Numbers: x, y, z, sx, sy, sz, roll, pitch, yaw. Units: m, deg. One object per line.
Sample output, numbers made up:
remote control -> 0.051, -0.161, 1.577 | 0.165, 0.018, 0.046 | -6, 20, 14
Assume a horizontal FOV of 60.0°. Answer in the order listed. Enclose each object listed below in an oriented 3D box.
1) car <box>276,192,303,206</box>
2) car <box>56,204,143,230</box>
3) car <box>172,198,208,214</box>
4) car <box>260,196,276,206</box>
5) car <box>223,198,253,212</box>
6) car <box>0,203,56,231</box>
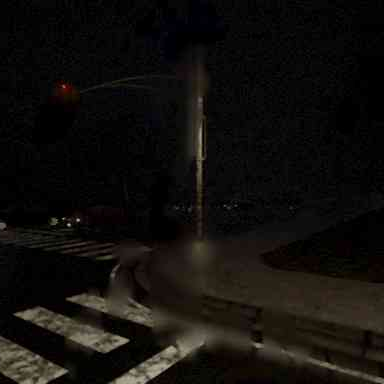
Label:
car -> 15.283, 1.048, 50.861 | 2.150, 2.045, 5.566 | 0, 0, 35
car -> -5.518, 1.483, 21.194 | 2.033, 1.411, 5.357 | 0, 0, 35
car -> -0.132, 1.399, 34.601 | 1.837, 1.490, 4.892 | 0, 0, 35
car -> 12.565, 1.387, 52.646 | 2.033, 1.411, 5.357 | 0, 0, 35
car -> 5.161, 1.398, 36.506 | 1.812, 1.442, 4.674 | 0, 0, 35
car -> -10.374, 1.434, 20.434 | 1.882, 1.535, 5.008 | 0, 0, 39
